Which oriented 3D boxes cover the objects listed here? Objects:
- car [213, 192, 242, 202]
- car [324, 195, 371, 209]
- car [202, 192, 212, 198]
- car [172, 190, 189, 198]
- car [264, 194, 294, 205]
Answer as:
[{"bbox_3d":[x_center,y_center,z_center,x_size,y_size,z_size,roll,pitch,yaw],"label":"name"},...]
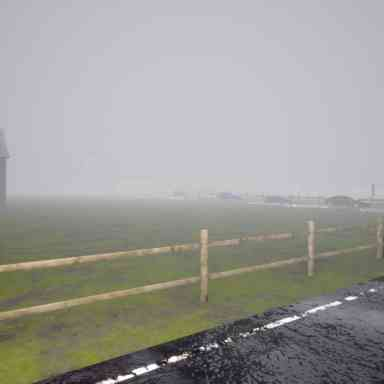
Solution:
[{"bbox_3d":[6.103,0.752,54.349,1.882,1.535,5.008,0,1,-35],"label":"car"},{"bbox_3d":[17.711,1.112,38.062,1.882,1.535,5.008,0,1,-35],"label":"car"},{"bbox_3d":[3.889,0.730,63.801,1.895,1.301,4.718,0,1,-36],"label":"car"},{"bbox_3d":[-2.497,0.439,72.587,1.837,1.490,4.892,0,1,-36],"label":"car"},{"bbox_3d":[11.996,1.020,46.096,1.994,1.385,4.181,0,1,-34],"label":"car"}]
